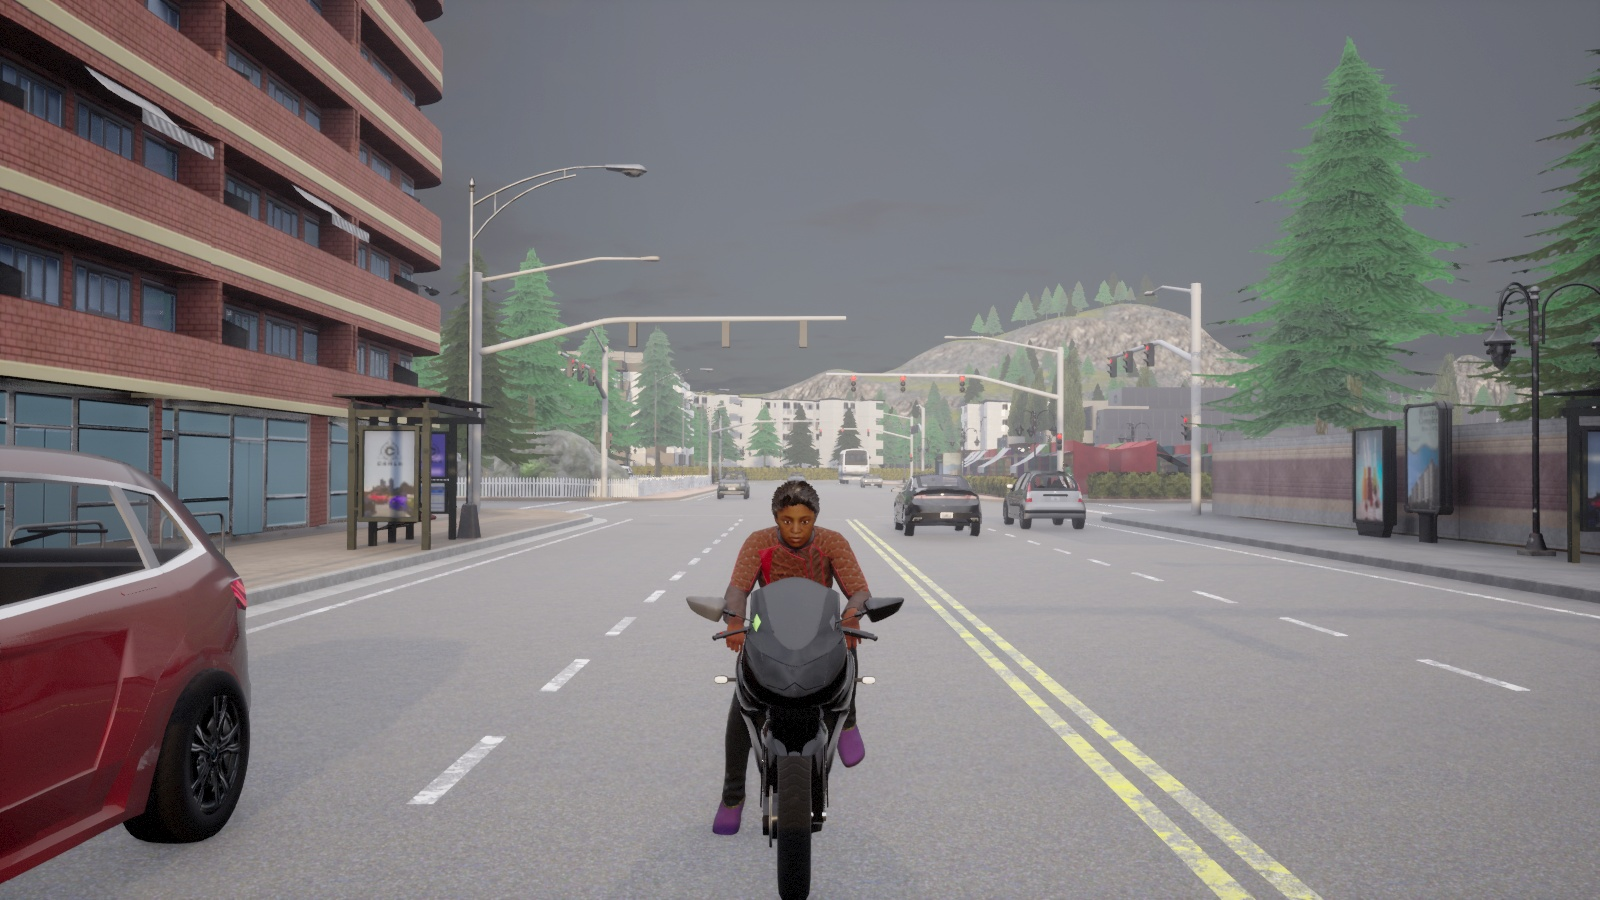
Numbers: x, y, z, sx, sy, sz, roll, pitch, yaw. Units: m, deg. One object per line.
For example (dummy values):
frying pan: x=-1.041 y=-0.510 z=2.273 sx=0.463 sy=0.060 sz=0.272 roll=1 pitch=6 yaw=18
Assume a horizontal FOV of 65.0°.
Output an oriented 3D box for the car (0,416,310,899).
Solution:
car: x=-3.511 y=0.737 z=3.845 sx=2.242 sy=1.667 sz=4.611 roll=0 pitch=-1 yaw=0

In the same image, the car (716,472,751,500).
car: x=-3.670 y=1.978 z=69.887 sx=1.789 sy=1.549 sz=3.705 roll=0 pitch=-1 yaw=0

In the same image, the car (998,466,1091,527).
car: x=6.913 y=1.286 z=35.846 sx=1.851 sy=1.617 sz=3.988 roll=0 pitch=-1 yaw=0

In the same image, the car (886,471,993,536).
car: x=3.423 y=1.288 z=31.691 sx=2.128 sy=1.511 sz=4.902 roll=0 pitch=-1 yaw=0

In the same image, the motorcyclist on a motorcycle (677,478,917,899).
motorcyclist on a motorcycle: x=-0.013 y=0.884 z=5.210 sx=0.797 sy=1.523 sz=2.044 roll=0 pitch=-1 yaw=0
